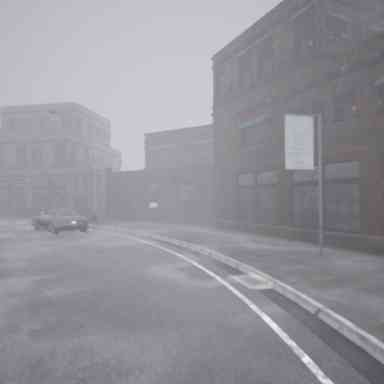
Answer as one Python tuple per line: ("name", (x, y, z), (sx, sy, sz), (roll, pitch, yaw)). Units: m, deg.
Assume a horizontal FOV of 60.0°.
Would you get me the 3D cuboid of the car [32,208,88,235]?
("car", (-7.799, 1.629, 19.556), (1.994, 1.385, 4.181), (1, -1, -43))
